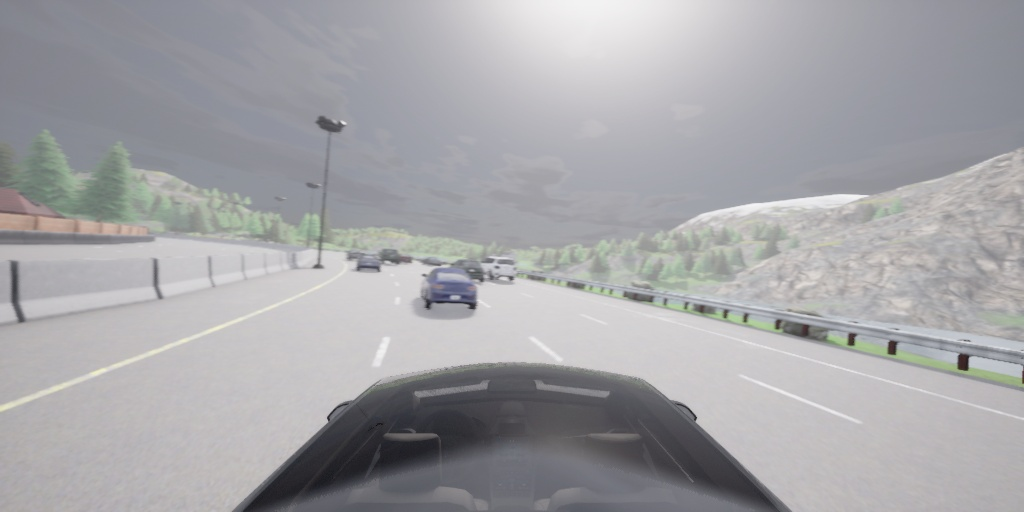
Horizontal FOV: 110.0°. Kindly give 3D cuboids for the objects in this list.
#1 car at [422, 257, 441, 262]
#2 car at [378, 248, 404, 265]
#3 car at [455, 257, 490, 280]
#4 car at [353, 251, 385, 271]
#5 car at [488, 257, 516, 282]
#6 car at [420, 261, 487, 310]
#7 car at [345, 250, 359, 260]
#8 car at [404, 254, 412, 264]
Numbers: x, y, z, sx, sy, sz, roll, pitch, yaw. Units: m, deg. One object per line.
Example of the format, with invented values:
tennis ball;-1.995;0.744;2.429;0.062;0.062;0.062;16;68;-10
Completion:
car;-12.123;0.802;53.876;1.994;1.385;4.181;5;-1;-31
car;-16.689;0.047;48.260;2.150;2.045;5.566;5;-1;-30
car;-3.684;1.035;28.118;2.097;1.767;4.553;5;-1;-21
car;-12.833;0.556;32.037;1.994;1.385;4.181;5;-1;-24
car;-1.476;1.120;32.545;2.150;2.045;5.566;5;-1;-23
car;-2.550;1.179;14.142;1.812;1.442;4.674;5;0;-17
car;-22.478;-0.119;51.019;2.128;1.511;4.902;5;-1;-32
car;-16.839;0.352;55.243;1.882;1.535;5.008;6;-1;-32
